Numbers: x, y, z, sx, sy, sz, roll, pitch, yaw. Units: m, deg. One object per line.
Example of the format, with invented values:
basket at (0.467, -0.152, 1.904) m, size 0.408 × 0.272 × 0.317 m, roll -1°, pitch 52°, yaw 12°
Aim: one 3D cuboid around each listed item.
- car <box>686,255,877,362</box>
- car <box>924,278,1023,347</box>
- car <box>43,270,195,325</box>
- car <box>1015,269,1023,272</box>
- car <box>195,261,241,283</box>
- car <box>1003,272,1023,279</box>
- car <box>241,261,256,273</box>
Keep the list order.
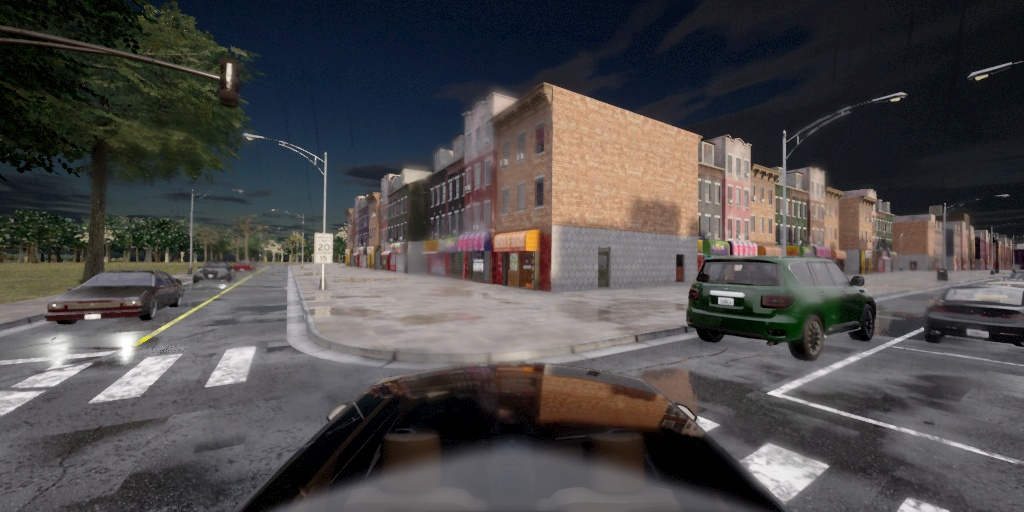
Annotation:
car at (6.510, 1.017, 8.551) m, size 5.566 × 2.045 × 2.150 m, roll 1°, pitch -1°, yaw -32°
car at (11.313, 1.365, 8.464) m, size 4.403 × 1.370 × 2.007 m, roll 0°, pitch 0°, yaw -32°
car at (-12.167, 1.157, 11.470) m, size 2.033 × 1.411 × 5.357 m, roll 1°, pitch 0°, yaw -32°
car at (25.690, 1.417, 17.577) m, size 4.097 × 1.591 × 1.967 m, roll 0°, pitch 0°, yaw -32°
car at (-20.631, 1.142, 25.032) m, size 1.994 × 1.385 × 4.181 m, roll 1°, pitch -1°, yaw -32°
car at (16.249, 1.392, 11.593) m, size 4.829 × 1.417 × 1.751 m, roll 0°, pitch 0°, yaw -32°
car at (-30.169, 1.267, 40.474) m, size 1.895 × 1.301 × 4.718 m, roll 1°, pitch -1°, yaw -32°
